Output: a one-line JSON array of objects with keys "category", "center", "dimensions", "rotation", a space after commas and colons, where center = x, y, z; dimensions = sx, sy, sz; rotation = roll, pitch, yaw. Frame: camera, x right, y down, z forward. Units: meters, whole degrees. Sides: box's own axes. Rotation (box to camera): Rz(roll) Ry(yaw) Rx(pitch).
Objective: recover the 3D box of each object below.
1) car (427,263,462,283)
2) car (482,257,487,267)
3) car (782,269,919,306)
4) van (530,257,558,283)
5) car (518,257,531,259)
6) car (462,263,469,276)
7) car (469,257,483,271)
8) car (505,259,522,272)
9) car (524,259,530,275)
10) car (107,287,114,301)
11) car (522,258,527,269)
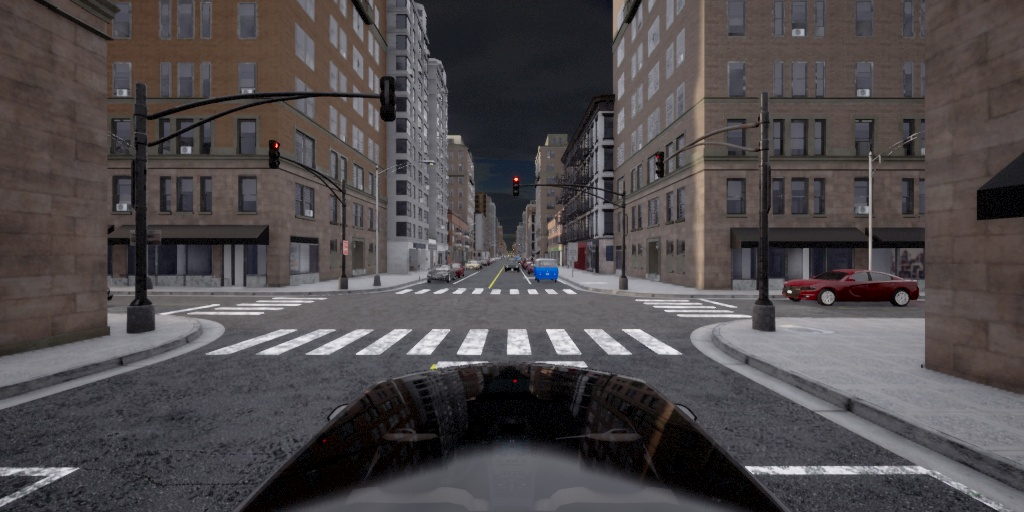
[{"category": "car", "center": [-5.439, 1.299, 27.958], "dimensions": [2.007, 1.370, 4.403], "rotation": [0, 0, 0]}, {"category": "car", "center": [-5.494, 1.305, 56.368], "dimensions": [1.948, 1.339, 4.313], "rotation": [0, 0, 0]}, {"category": "car", "center": [14.788, 1.326, 15.848], "dimensions": [5.008, 1.535, 1.882], "rotation": [0, 0, 1]}, {"category": "van", "center": [2.586, 1.089, 27.982], "dimensions": [1.690, 1.789, 3.998], "rotation": [0, 0, 0]}, {"category": "car", "center": [2.531, 1.054, 56.390], "dimensions": [2.192, 1.841, 5.009], "rotation": [0, 0, 0]}, {"category": "car", "center": [-5.450, 1.293, 33.640], "dimensions": [1.888, 1.381, 4.507], "rotation": [0, 0, 0]}, {"category": "car", "center": [-5.483, 1.269, 50.516], "dimensions": [1.751, 1.417, 4.829], "rotation": [0, 0, 0]}, {"category": "car", "center": [0.010, 1.346, 46.577], "dimensions": [1.895, 1.301, 4.718], "rotation": [0, 0, 0]}, {"category": "car", "center": [2.564, 1.330, 39.345], "dimensions": [1.802, 1.307, 4.207], "rotation": [0, 0, 0]}, {"category": "car", "center": [-17.752, 1.198, 12.787], "dimensions": [5.357, 1.411, 2.033], "rotation": [0, 0, 0]}, {"category": "car", "center": [2.542, 1.326, 50.708], "dimensions": [1.802, 1.307, 4.207], "rotation": [0, 0, 0]}]
